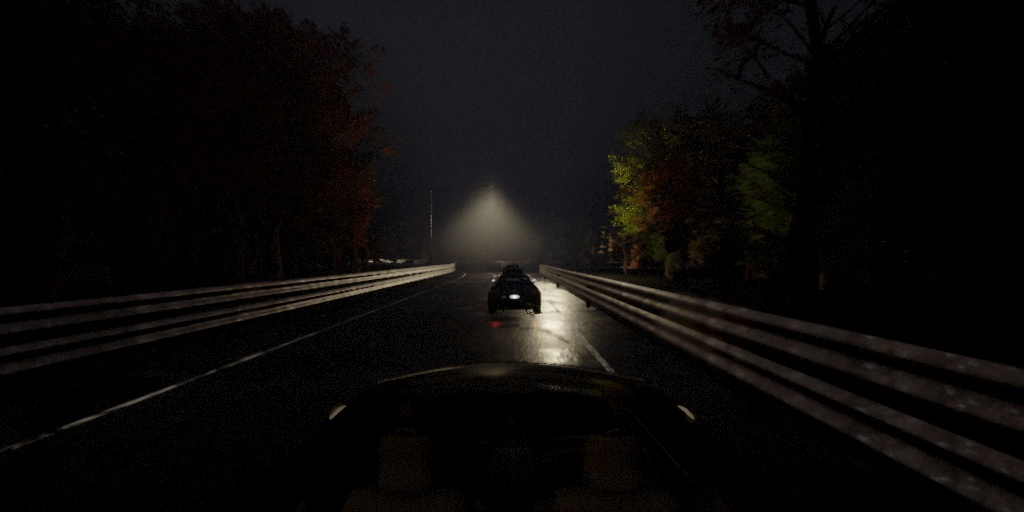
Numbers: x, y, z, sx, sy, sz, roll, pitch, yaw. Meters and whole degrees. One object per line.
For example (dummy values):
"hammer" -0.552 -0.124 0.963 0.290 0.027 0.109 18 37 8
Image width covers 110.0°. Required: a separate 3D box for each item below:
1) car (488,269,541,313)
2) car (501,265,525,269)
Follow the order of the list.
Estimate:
"car" 0.092 1.414 14.610 1.994 1.385 4.181 0 0 0
"car" 0.095 1.498 32.394 1.837 1.490 4.892 0 0 0
